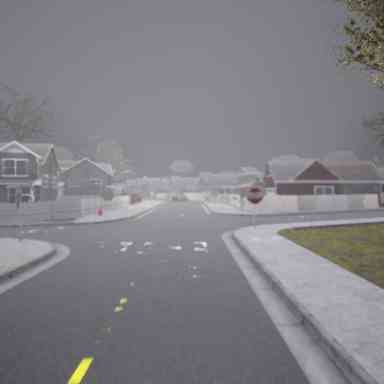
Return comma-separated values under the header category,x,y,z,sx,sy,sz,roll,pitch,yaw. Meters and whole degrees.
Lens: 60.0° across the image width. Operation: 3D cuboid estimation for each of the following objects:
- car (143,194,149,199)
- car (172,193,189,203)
category,x,y,z,sx,sy,sz,roll,pitch,yaw
car,-12.041,1.189,82.599,1.895,1.301,4.718,0,0,-23
car,-2.095,0.966,59.263,2.097,1.767,4.553,0,0,-20
